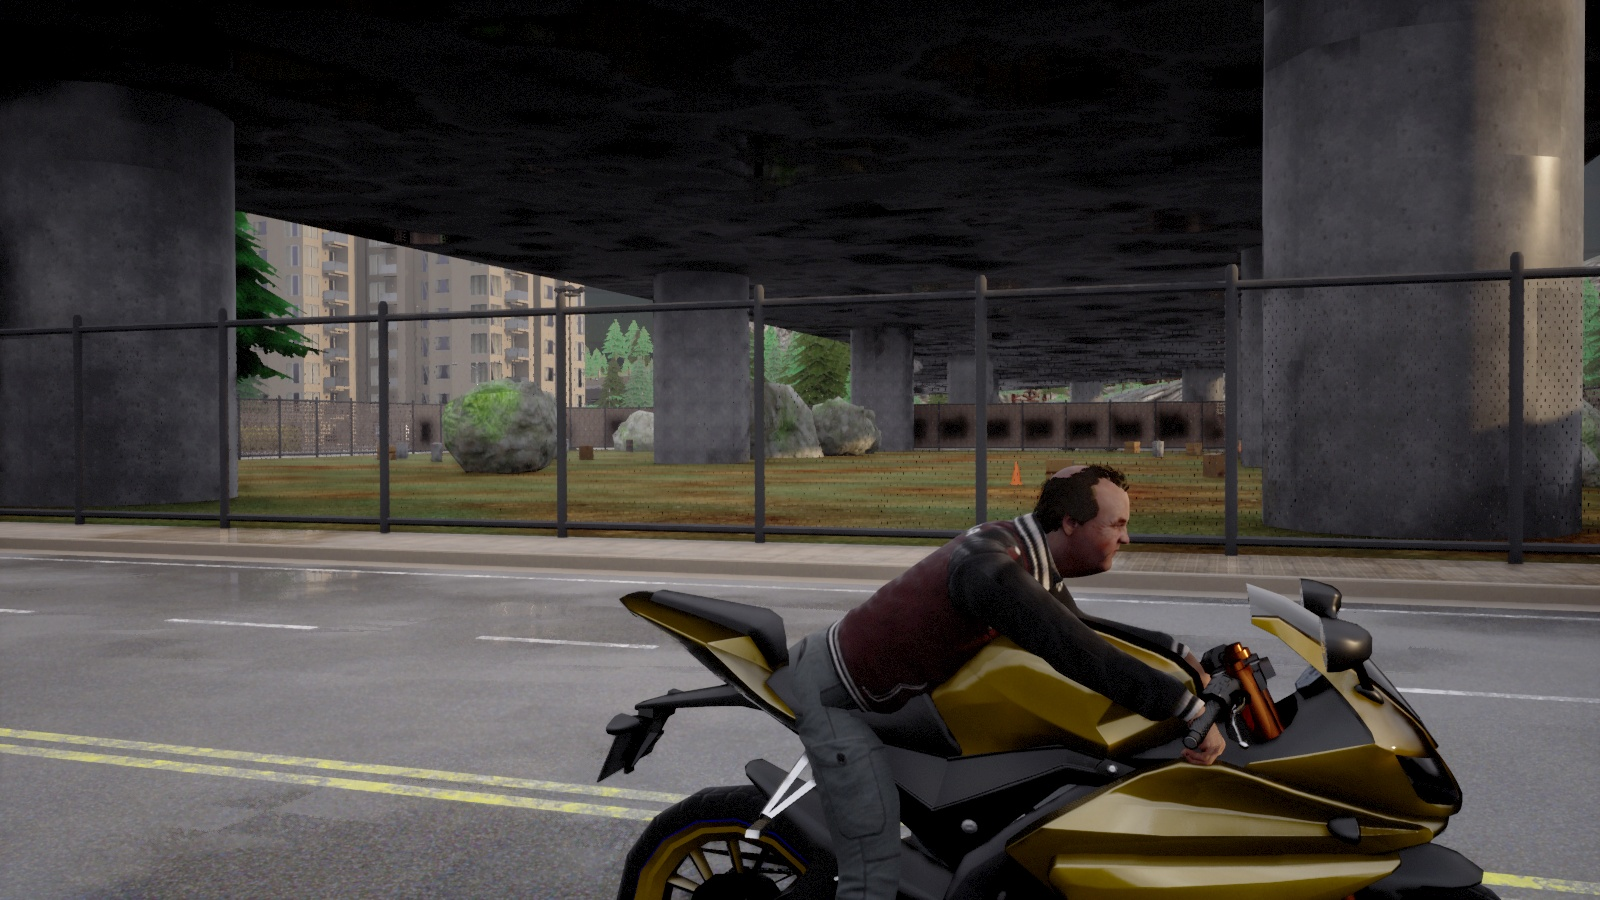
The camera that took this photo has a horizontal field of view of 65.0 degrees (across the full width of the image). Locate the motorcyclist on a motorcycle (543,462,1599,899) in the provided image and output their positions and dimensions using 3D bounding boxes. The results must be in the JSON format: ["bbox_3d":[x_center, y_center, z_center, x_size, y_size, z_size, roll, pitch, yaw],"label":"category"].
[{"bbox_3d":[0.575,0.816,3.000,2.191,1.530,0.866,1,1,19],"label":"motorcyclist on a motorcycle"}]
